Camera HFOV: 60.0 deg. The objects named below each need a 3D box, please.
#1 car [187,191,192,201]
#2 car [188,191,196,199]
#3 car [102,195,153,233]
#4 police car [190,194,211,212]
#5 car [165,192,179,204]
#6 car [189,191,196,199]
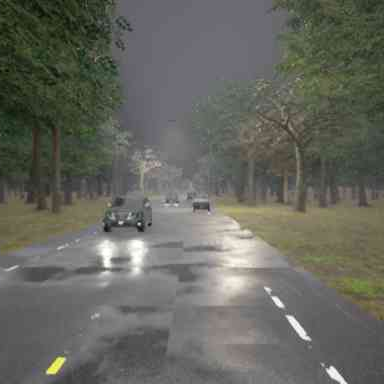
[{"bbox_3d":[-0.002,0.923,73.118,2.150,2.045,5.566,0,0,0],"label":"car"},{"bbox_3d":[-0.003,0.734,92.470,2.150,2.045,5.566,0,0,0],"label":"car"},{"bbox_3d":[-3.599,1.192,19.583,2.150,2.045,5.566,0,0,0],"label":"car"},{"bbox_3d":[1.049,1.356,37.577,1.930,1.638,5.238,0,0,0],"label":"police car"},{"bbox_3d":[-3.536,1.067,59.894,2.150,2.045,5.566,0,0,1],"label":"car"},{"bbox_3d":[1.048,1.225,53.441,2.097,1.767,4.553,0,0,0],"label":"car"}]
